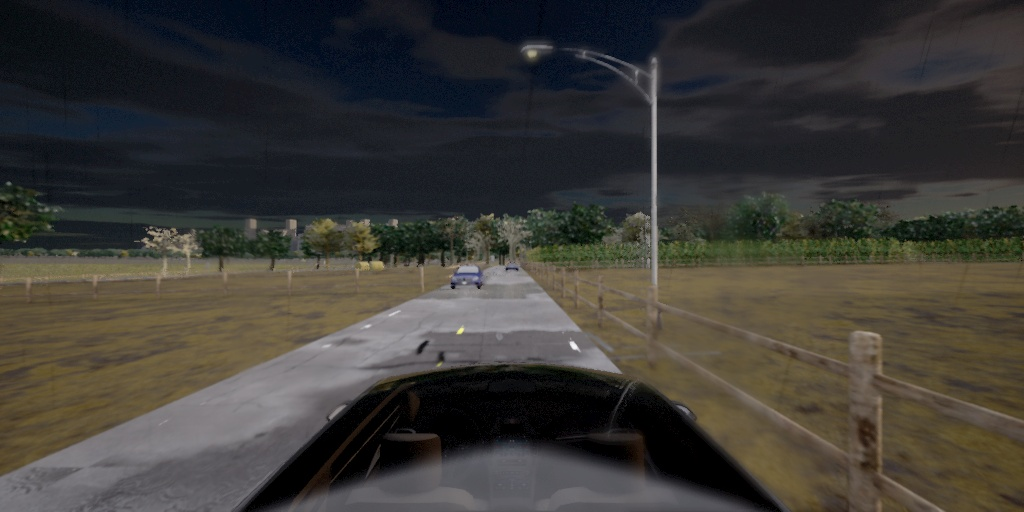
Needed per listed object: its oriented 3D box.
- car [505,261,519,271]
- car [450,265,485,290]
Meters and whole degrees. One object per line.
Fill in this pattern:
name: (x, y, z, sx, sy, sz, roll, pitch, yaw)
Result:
car: (0.021, 1.549, 54.195, 1.994, 1.385, 4.181, 0, -1, 0)
car: (-2.776, 1.325, 23.418, 1.812, 1.442, 4.674, 0, 0, 1)
